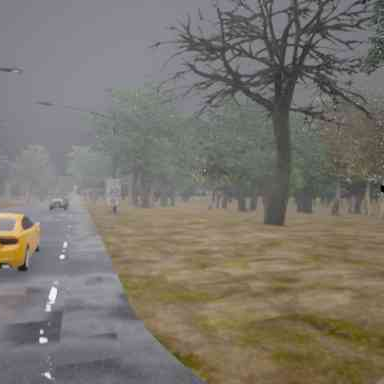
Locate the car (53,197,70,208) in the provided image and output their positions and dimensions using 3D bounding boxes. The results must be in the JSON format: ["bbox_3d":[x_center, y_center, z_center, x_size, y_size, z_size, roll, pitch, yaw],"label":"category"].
[{"bbox_3d":[-18.885,1.520,48.376,2.033,1.411,5.357,1,-1,-19],"label":"car"}]

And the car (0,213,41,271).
[{"bbox_3d":[-5.900,1.382,10.283,1.882,1.535,5.008,1,0,-19],"label":"car"}]

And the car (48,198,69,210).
[{"bbox_3d":[-15.643,1.389,39.018,1.812,1.442,4.674,1,-1,-18],"label":"car"}]
